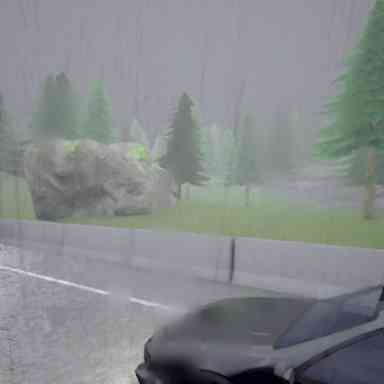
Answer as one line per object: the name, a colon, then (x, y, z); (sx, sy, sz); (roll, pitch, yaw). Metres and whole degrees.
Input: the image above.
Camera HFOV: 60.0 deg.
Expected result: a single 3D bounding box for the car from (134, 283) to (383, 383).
car: (2.054, 1.525, 2.569); (5.357, 1.411, 2.033); (0, 0, 34)
